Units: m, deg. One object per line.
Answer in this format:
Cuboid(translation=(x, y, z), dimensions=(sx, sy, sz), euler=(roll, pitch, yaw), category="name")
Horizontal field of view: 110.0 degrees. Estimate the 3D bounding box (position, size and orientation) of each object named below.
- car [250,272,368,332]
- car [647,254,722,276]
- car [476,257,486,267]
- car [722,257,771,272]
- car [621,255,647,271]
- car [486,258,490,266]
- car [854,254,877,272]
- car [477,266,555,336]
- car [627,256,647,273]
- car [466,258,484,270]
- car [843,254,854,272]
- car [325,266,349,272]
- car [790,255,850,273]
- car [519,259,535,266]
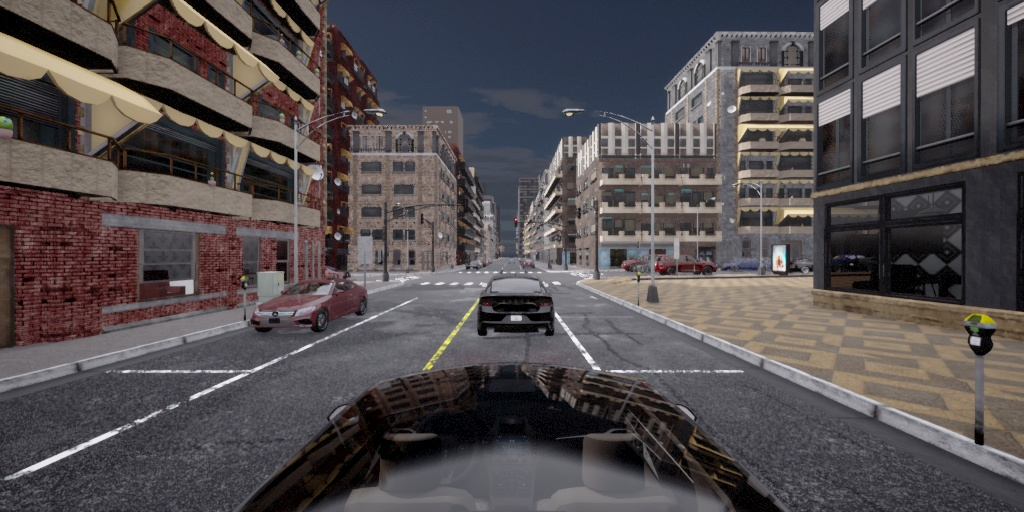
Cuboid(translation=(-5.744, 1.332, 10.763), dimensions=(1.802, 1.307, 4.207), euler=(0, 0, 0), category="car")
Cuboid(translation=(14.700, 0.778, 30.750), dimensions=(5.009, 1.841, 2.192), euler=(0, 0, -1), category="car")
Cuboid(translation=(-5.710, 1.293, 58.299), dimensions=(1.751, 1.417, 4.829), euler=(0, 0, 0), category="car")
Cuboid(translation=(23.828, 0.829, 36.622), dimensions=(5.357, 1.411, 2.033), euler=(-1, 0, -1), category="car")
Cuboid(translation=(14.562, 0.764, 39.129), dimensions=(5.009, 1.841, 2.192), euler=(0, 0, -1), category="car")
Cuboid(translation=(-5.712, 1.086, 64.151), dimensions=(2.192, 1.841, 5.009), euler=(0, 0, 0), category="car")
Cuboid(translation=(31.340, 0.717, 30.901), dimensions=(4.313, 1.339, 1.948), euler=(0, 0, -1), category="car")
Cuboid(translation=(0.096, 1.227, 10.424), dimensions=(1.882, 1.535, 5.008), euler=(0, 0, 0), category="car")
Cuboid(translation=(14.433, 1.021, 36.537), dimensions=(4.181, 1.385, 1.994), euler=(-1, 0, -1), category="car")
Cuboid(translation=(-5.708, 1.330, 52.786), dimensions=(1.948, 1.339, 4.313), euler=(0, 0, 0), category="car")
Cuboid(translation=(28.032, 0.756, 33.461), dimensions=(5.357, 1.411, 2.033), euler=(-1, 0, -1), category="car")
Cuboid(translation=(-17.187, 1.610, 33.046), dimensions=(4.181, 1.385, 1.994), euler=(-1, 0, -1), category="car")
Cuboid(translation=(25.793, 0.822, 30.850), dimensions=(4.313, 1.339, 1.948), euler=(0, 0, -1), category="car")
Cuboid(translation=(2.670, 1.207, 58.474), dimensions=(1.967, 1.591, 4.097), euler=(0, 0, 0), category="car")
